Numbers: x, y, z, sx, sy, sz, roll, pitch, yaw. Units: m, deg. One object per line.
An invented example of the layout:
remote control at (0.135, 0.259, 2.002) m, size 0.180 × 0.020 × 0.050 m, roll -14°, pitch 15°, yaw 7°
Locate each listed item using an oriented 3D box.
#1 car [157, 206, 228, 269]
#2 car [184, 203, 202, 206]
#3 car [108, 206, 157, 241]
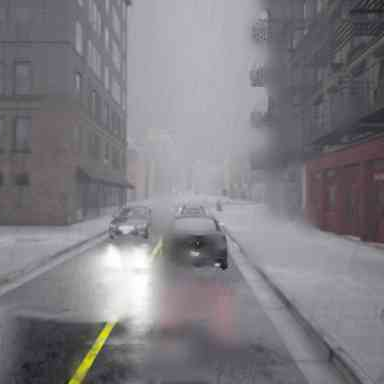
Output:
car at (0.087, 1.467, 11.151) m, size 1.882 × 1.535 × 5.008 m, roll 0°, pitch 0°, yaw 0°
car at (0.086, 1.561, 26.498) m, size 1.895 × 1.301 × 4.718 m, roll 0°, pitch 0°, yaw 0°
car at (-2.851, 1.473, 16.842) m, size 2.128 × 1.511 × 4.902 m, roll 0°, pitch 0°, yaw 0°
